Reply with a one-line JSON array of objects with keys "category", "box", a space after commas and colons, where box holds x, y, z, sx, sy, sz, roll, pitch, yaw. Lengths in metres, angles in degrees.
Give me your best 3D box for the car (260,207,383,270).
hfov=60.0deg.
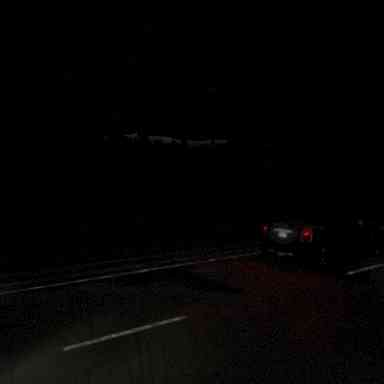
[{"category": "car", "box": [4.432, 1.276, 11.032, 4.553, 1.767, 2.097, 0, 0, -35]}]
